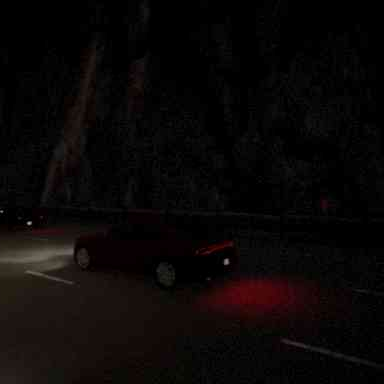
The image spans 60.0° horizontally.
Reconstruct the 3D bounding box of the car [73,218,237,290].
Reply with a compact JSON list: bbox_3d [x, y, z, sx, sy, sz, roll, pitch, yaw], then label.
[{"bbox_3d":[-1.223,1.459,9.165,5.008,1.535,1.882,0,0,35],"label":"car"}]

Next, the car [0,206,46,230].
[{"bbox_3d":[-11.115,1.481,20.406,4.718,1.301,1.895,1,0,36],"label":"car"}]
